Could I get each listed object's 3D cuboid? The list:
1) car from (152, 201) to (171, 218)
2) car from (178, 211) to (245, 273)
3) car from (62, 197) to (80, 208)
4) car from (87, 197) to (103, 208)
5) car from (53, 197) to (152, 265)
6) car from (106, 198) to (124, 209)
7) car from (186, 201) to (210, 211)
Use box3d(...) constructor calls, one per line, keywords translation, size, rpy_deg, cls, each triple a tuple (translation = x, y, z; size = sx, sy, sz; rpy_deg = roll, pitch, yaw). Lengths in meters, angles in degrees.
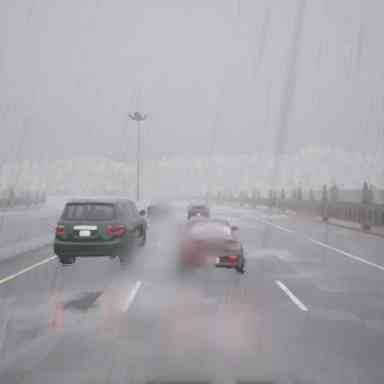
box3d(translation=(-2.959, 1.546, 30.509), size=(1.882, 1.535, 5.008), rpy_deg=(0, 0, 0), cls="car")
box3d(translation=(0.528, 1.551, 10.653), size=(1.812, 1.442, 4.674), rpy_deg=(0, 0, 0), cls="car")
box3d(translation=(-18.758, 1.615, 51.918), size=(1.837, 1.490, 4.892), rpy_deg=(0, 0, -10), cls="car")
box3d(translation=(-15.405, 1.591, 53.001), size=(1.882, 1.535, 5.008), rpy_deg=(0, 0, -11), cls="car")
box3d(translation=(-2.973, 1.248, 11.932), size=(2.150, 2.045, 5.566), rpy_deg=(0, 0, 0), cls="car")
box3d(translation=(-11.086, 1.595, 48.199), size=(2.128, 1.511, 4.902), rpy_deg=(0, 0, -7), cls="car")
box3d(translation=(0.543, 1.571, 29.196), size=(1.837, 1.490, 4.892), rpy_deg=(0, 0, 0), cls="car")
